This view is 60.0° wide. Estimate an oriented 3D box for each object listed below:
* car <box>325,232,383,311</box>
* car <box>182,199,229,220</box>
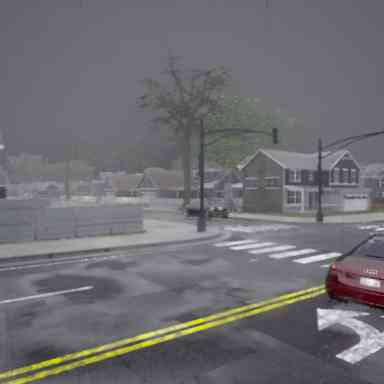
[{"bbox_3d":[4.673,1.575,7.194,4.181,1.385,1.994,0,0,-41],"label":"car"},{"bbox_3d":[1.080,1.408,28.661,2.097,1.767,4.553,0,0,-35],"label":"car"}]
